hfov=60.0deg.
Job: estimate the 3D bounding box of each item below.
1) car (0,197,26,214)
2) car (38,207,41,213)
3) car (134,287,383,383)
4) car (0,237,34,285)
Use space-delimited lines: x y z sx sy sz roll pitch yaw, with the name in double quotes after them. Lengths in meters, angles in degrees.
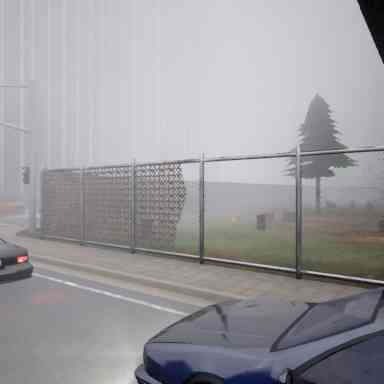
-18.483 1.296 31.773 2.097 1.767 4.553 0 0 36 "car"
-13.070 1.508 33.320 1.994 1.385 4.181 0 0 36 "car"
2.031 1.547 2.543 5.357 1.411 2.033 0 0 35 "car"
-6.175 1.547 8.371 5.357 1.411 2.033 0 0 35 "car"
